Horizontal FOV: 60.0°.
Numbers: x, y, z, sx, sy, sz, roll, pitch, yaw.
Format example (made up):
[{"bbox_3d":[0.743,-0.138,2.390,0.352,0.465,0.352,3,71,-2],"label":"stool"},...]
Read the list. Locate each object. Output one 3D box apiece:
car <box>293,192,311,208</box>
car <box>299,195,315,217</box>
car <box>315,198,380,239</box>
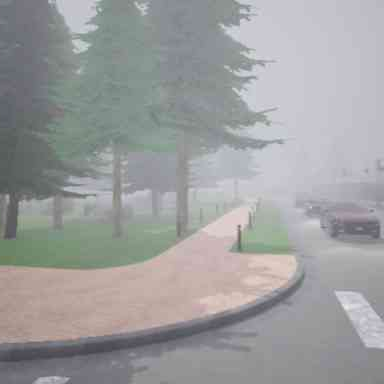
[{"bbox_3d":[11.943,0.823,35.653,1.882,1.535,5.008,0,1,13],"label":"car"},{"bbox_3d":[9.591,1.120,25.491,1.895,1.301,4.718,0,1,13],"label":"car"},{"bbox_3d":[7.284,1.163,15.770,1.882,1.535,5.008,0,1,13],"label":"car"}]
